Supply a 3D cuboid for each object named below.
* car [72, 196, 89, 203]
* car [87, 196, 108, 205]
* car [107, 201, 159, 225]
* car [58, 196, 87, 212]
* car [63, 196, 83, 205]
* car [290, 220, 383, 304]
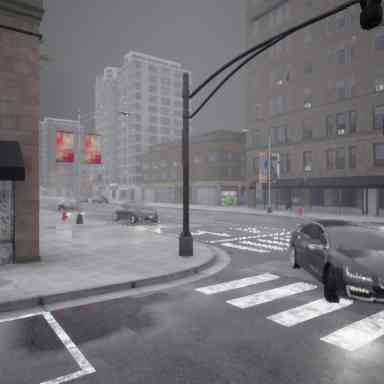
[{"bbox_3d":[-22.243,1.452,66.324,1.994,1.385,4.181,0,0,-36],"label":"car"},{"bbox_3d":[-16.158,1.411,57.909,1.837,1.490,4.892,0,0,-36],"label":"car"},{"bbox_3d":[-4.191,1.476,24.372,1.837,1.490,4.892,0,0,-36],"label":"car"},{"bbox_3d":[-13.863,1.471,37.773,1.812,1.442,4.674,0,0,-35],"label":"car"},{"bbox_3d":[-21.407,1.450,59.638,2.033,1.411,5.357,0,0,-36],"label":"car"},{"bbox_3d":[3.792,1.508,8.241,1.837,1.490,4.892,3,0,3],"label":"car"}]
